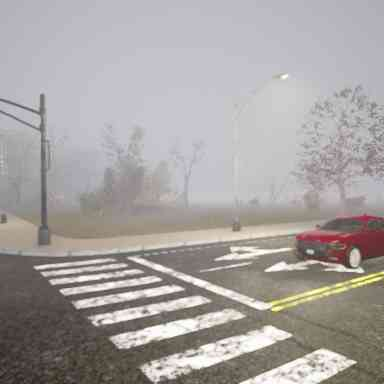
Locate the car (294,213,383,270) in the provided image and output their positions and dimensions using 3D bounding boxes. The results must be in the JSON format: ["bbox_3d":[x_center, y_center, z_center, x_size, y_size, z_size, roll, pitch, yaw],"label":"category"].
[{"bbox_3d":[5.612,1.542,11.542,5.008,1.535,1.882,0,0,-36],"label":"car"}]
